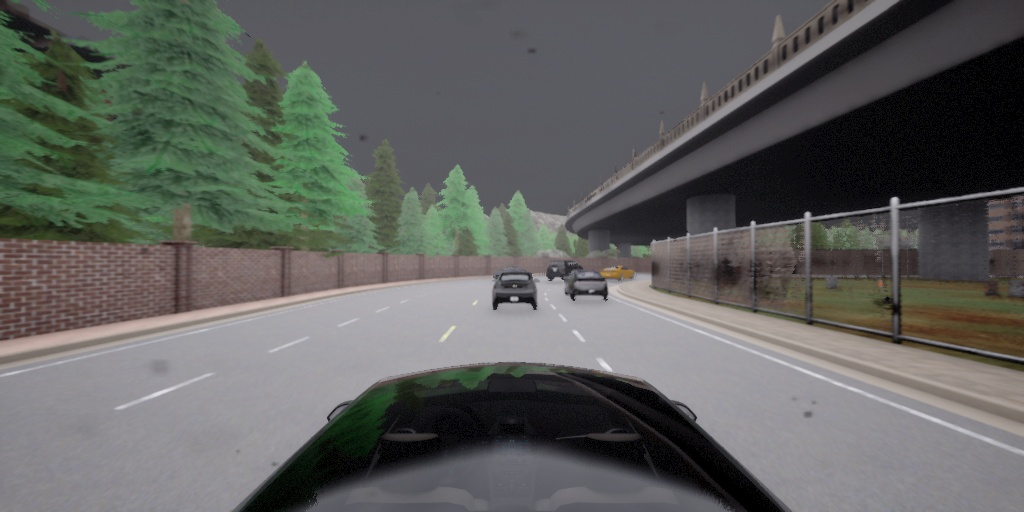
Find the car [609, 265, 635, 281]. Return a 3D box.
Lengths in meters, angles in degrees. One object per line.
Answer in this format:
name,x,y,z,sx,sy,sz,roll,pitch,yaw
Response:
car,10.778,1.702,36.191,1.882,1.535,5.008,-1,-1,40

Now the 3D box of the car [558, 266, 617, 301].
car,3.872,1.482,19.198,2.128,1.511,4.902,0,-1,4

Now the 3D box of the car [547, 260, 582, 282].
car,5.365,1.425,34.925,2.150,2.045,5.566,-1,-1,33

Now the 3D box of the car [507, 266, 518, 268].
car,0.066,1.774,32.885,1.895,1.301,4.718,0,-1,26

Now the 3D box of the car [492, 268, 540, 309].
car,0.175,1.448,16.107,1.837,1.490,4.892,0,-1,2
